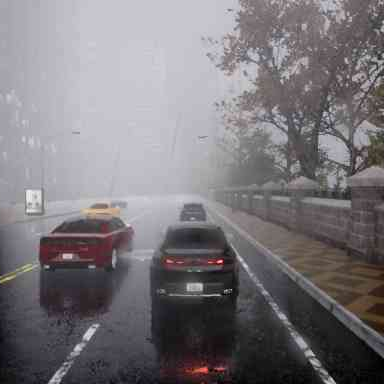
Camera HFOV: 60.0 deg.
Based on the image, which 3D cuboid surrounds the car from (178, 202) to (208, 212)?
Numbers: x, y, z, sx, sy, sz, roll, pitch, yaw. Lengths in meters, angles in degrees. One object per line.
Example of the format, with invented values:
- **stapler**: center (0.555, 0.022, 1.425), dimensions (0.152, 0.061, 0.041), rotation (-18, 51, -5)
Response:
- **car**: center (0.071, 1.504, 24.212), dimensions (1.837, 1.490, 4.892), rotation (0, 0, 0)

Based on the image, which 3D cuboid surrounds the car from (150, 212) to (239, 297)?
- **car**: center (0.067, 1.503, 8.529), dimensions (1.837, 1.490, 4.892), rotation (0, 0, 0)

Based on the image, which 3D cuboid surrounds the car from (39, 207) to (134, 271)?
- **car**: center (-3.151, 1.475, 10.886), dimensions (1.882, 1.535, 5.008), rotation (0, 0, 0)

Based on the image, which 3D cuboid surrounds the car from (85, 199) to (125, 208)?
- **car**: center (-6.601, 1.476, 24.413), dimensions (1.882, 1.535, 5.008), rotation (0, 0, 0)

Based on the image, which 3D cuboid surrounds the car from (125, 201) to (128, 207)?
- **car**: center (-9.764, 1.605, 43.435), dimensions (1.895, 1.301, 4.718), rotation (0, 0, 0)
